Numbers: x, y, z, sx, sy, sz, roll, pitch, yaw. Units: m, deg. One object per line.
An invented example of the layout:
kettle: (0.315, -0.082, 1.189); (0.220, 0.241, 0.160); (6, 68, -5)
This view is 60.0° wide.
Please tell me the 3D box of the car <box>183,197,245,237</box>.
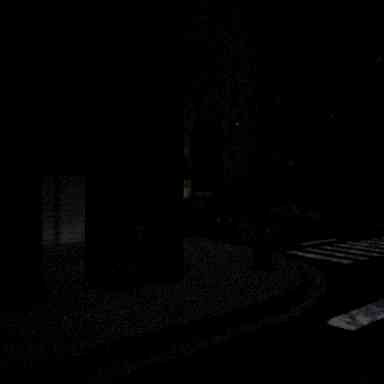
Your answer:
car: (0.225, 1.278, 18.243); (2.192, 1.841, 5.009); (0, 0, -35)

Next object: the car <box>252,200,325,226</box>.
car: (6.684, 1.517, 23.008); (1.752, 1.417, 4.829); (0, 0, -35)

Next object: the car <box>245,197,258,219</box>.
car: (3.504, 1.301, 27.506); (2.192, 1.841, 5.009); (0, 0, -35)
